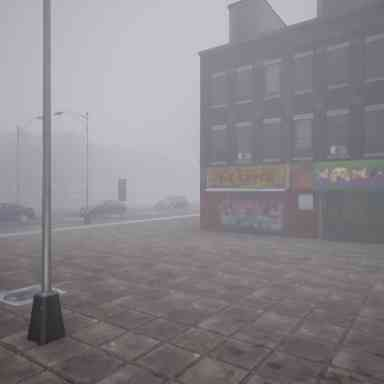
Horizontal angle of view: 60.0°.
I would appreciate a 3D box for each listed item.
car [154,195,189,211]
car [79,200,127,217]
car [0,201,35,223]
[{"bbox_3d":[-2.308,1.236,38.495,2.097,1.767,4.553,0,0,35],"label":"car"},{"bbox_3d":[-8.027,1.445,30.346,1.812,1.442,4.674,0,0,35],"label":"car"},{"bbox_3d":[-13.390,1.432,22.690,1.882,1.535,5.008,0,0,35],"label":"car"}]
